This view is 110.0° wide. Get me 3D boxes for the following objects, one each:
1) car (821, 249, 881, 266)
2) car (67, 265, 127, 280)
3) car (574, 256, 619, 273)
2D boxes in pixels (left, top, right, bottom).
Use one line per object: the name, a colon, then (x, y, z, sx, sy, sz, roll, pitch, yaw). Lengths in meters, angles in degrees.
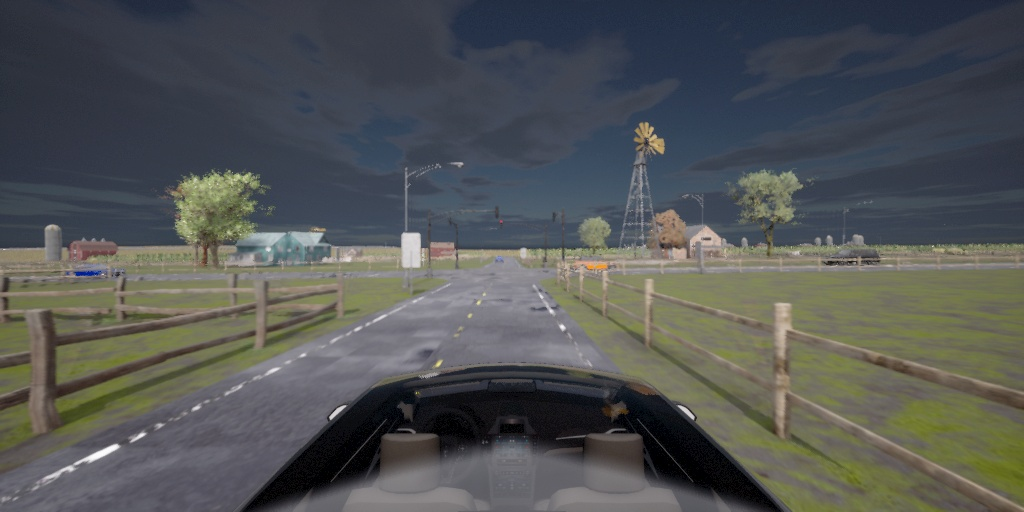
car: (39.435, 0.179, 41.765, 5.566, 2.045, 2.150, -1, 1, 0)
car: (-44.005, 1.658, 38.070, 5.008, 1.535, 1.882, -1, 1, 0)
car: (8.992, 0.794, 38.161, 4.553, 1.767, 2.097, -1, 1, 0)
